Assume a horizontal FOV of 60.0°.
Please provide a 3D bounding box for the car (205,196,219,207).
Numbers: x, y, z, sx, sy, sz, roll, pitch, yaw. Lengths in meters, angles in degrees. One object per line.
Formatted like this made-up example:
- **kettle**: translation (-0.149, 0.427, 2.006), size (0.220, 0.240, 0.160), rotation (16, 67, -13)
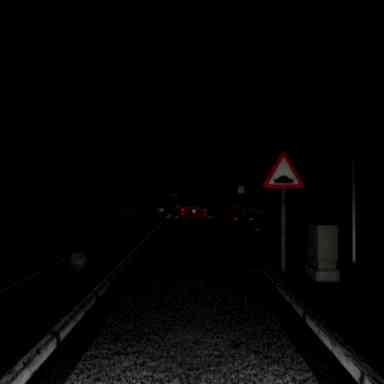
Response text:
- **car**: translation (3.003, 1.432, 50.759), size (2.002, 1.452, 4.674), rotation (0, 0, 0)

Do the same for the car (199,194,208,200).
- **car**: translation (3.007, 1.339, 89.507), size (2.185, 1.767, 4.553), rotation (0, 0, 0)

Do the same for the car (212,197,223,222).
- **car**: translation (3.000, 1.471, 28.831), size (2.163, 1.488, 4.792), rotation (0, 0, 0)

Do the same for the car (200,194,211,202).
- **car**: translation (3.005, 1.285, 72.817), size (2.185, 1.767, 4.553), rotation (0, 0, 0)

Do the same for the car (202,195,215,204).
- **car**: translation (3.005, 1.392, 61.800), size (2.231, 1.521, 4.892), rotation (0, 0, 0)

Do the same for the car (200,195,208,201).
- **car**: translation (3.006, 1.486, 84.013), size (2.002, 1.452, 4.674), rotation (0, 0, 0)

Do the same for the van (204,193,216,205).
- **van**: translation (3.004, 1.163, 56.402), size (1.878, 1.987, 4.442), rotation (0, 0, 0)

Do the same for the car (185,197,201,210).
- **car**: translation (0.106, 1.412, 42.947), size (1.882, 1.535, 5.008), rotation (0, 0, 0)

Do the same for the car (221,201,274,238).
- **car**: translation (2.999, 1.464, 17.626), size (2.231, 1.521, 4.892), rotation (0, 0, 0)

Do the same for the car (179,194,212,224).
- **car**: translation (0.131, 1.302, 24.827), size (2.097, 1.767, 4.553), rotation (2, 1, 0)

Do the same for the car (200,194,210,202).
- **car**: translation (3.006, 1.300, 78.337), size (2.185, 1.767, 4.553), rotation (0, 0, 0)

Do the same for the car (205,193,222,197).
- **car**: translation (3.003, 1.149, 45.271), size (2.435, 2.045, 5.566), rotation (0, 0, 0)
